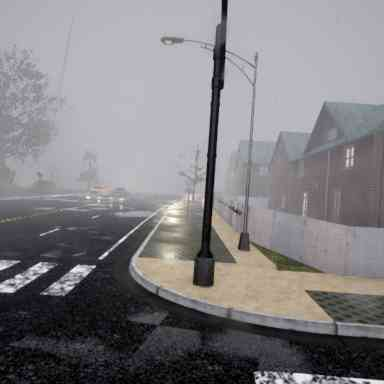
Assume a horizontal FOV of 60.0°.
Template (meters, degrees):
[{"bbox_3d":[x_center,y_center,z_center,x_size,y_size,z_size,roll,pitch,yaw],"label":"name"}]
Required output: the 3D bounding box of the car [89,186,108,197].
[{"bbox_3d":[-13.963,-0.179,50.058,1.882,1.535,5.008,4,1,1],"label":"car"}]

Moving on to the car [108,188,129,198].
[{"bbox_3d":[-10.725,0.090,49.963,1.812,1.442,4.674,4,1,1],"label":"car"}]
